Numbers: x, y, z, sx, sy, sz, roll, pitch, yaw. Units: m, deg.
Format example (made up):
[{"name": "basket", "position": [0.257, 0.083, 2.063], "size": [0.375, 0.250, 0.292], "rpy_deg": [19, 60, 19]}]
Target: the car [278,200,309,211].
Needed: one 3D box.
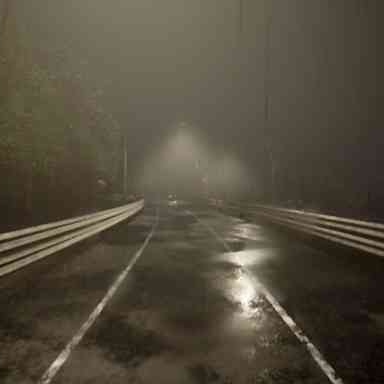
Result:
[{"name": "car", "position": [13.950, 1.836, 46.179], "size": [2.128, 1.511, 4.902], "rpy_deg": [0, 0, -24]}]

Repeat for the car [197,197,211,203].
[{"name": "car", "position": [2.462, 1.845, 71.734], "size": [1.994, 1.385, 4.181], "rpy_deg": [0, 0, -24]}]

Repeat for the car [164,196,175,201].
[{"name": "car", "position": [-6.315, 1.753, 91.260], "size": [2.128, 1.511, 4.902], "rpy_deg": [0, 0, -24]}]
